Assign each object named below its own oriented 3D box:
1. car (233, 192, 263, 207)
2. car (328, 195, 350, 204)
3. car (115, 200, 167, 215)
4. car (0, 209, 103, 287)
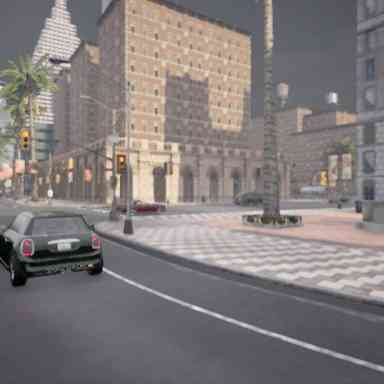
[{"bbox_3d":[8.667,1.080,48.930,5.566,2.045,2.150,0,0,-33],"label":"car"},{"bbox_3d":[26.914,1.410,60.846,4.892,1.490,1.837,1,0,-33],"label":"car"},{"bbox_3d":[-4.796,1.463,31.795,4.718,1.301,1.895,0,0,-35],"label":"car"},{"bbox_3d":[-4.280,1.298,9.601,2.097,1.767,4.553,0,0,-36],"label":"car"}]
